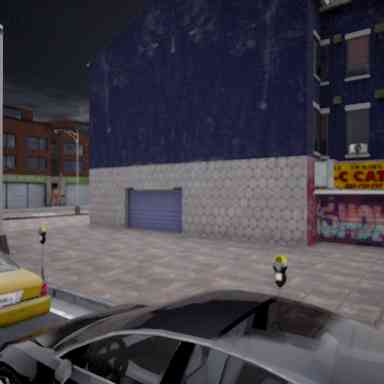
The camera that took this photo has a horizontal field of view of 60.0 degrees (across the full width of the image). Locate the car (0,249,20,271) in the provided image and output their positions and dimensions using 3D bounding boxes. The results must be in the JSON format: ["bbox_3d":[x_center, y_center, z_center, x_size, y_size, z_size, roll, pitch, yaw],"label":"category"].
[{"bbox_3d":[-4.509,1.469,6.050,4.829,1.417,1.752,1,0,36],"label":"car"}]

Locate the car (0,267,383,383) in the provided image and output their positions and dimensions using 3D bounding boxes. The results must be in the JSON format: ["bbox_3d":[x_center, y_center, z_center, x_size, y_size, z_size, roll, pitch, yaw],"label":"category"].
[{"bbox_3d":[0.078,1.554,2.762,4.313,1.339,1.947,1,0,36],"label":"car"}]
